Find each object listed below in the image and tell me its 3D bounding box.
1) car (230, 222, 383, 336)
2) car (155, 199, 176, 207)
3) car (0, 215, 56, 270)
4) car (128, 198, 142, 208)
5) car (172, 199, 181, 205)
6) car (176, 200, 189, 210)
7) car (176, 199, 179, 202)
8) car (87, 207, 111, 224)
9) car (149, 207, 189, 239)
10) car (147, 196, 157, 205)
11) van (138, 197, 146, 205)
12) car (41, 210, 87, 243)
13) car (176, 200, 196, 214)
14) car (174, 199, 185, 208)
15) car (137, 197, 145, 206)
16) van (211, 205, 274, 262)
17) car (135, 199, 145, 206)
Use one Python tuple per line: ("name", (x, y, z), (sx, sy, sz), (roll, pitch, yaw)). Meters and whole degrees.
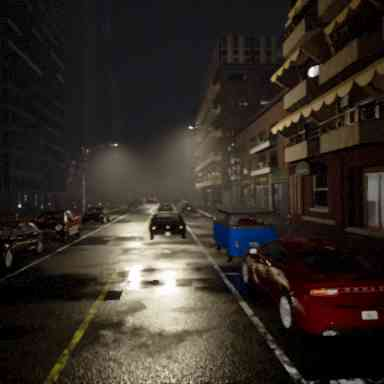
("car", (2.237, 1.565, 6.762), (1.887, 1.381, 4.507), (-1, 0, -5))
("car", (-3.452, 1.974, 43.569), (1.994, 1.385, 4.181), (-1, 0, -5))
("car", (-6.576, 1.744, 11.564), (2.008, 1.369, 4.403), (-1, 0, -5))
("car", (-10.735, 2.244, 61.093), (1.947, 1.339, 4.313), (-1, 0, -5))
("car", (-3.772, 2.273, 78.304), (1.887, 1.381, 4.507), (-1, -1, -5))
("car", (-1.476, 1.970, 50.958), (1.752, 1.417, 4.829), (-1, 0, -5))
("car", (-1.013, 1.914, 45.454), (1.752, 1.417, 4.829), (-1, 0, -5))
("car", (-7.962, 1.913, 28.073), (1.947, 1.339, 4.313), (-1, 0, -5))
("car", (-1.363, 1.770, 18.494), (1.895, 1.301, 4.718), (-1, 0, -5))
("car", (-9.643, 2.070, 80.235), (2.150, 2.045, 5.566), (-1, -1, -5))
("van", (-12.588, 2.250, 83.108), (1.690, 1.788, 3.998), (-1, -1, -5))
("car", (-7.040, 1.685, 17.068), (1.967, 1.590, 4.097), (-1, 0, -5))
("car", (-0.536, 1.898, 39.782), (1.947, 1.339, 4.313), (-1, 0, -5))
("car", (-2.385, 2.100, 61.795), (1.887, 1.381, 4.507), (-1, -1, -5))
("car", (-11.664, 2.107, 72.101), (2.192, 1.841, 5.009), (-1, -1, -5))
("van", (1.771, 1.412, 12.266), (1.690, 1.788, 3.998), (-1, 0, -5))
("car", (-12.121, 2.416, 77.602), (1.947, 1.339, 4.313), (-1, -1, -5))
